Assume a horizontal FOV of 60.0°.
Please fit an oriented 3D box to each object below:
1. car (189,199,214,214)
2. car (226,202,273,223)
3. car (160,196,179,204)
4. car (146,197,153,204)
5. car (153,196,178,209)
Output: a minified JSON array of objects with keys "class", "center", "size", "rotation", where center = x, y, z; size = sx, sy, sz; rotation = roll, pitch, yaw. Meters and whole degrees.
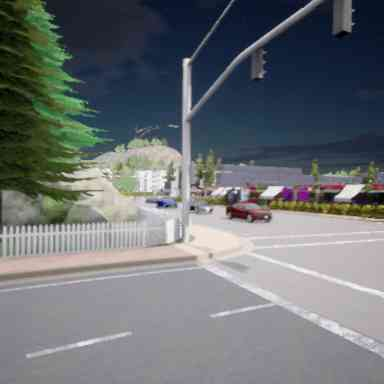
[{"class":"car","center":[0.666,1.573,36.489],"size":[2.128,1.511,4.902],"rotation":[1,0,-23]},{"class":"car","center":[4.614,1.602,27.345],"size":[1.882,1.535,5.008],"rotation":[1,0,-23]},{"class":"car","center":[-4.564,1.584,66.807],"size":[2.033,1.411,5.357],"rotation":[1,0,-23]},{"class":"car","center":[-7.562,1.563,64.867],"size":[1.994,1.385,4.181],"rotation":[1,0,-23]},{"class":"car","center":[-3.471,1.515,46.101],"size":[1.882,1.535,5.008],"rotation":[1,0,-23]}]
